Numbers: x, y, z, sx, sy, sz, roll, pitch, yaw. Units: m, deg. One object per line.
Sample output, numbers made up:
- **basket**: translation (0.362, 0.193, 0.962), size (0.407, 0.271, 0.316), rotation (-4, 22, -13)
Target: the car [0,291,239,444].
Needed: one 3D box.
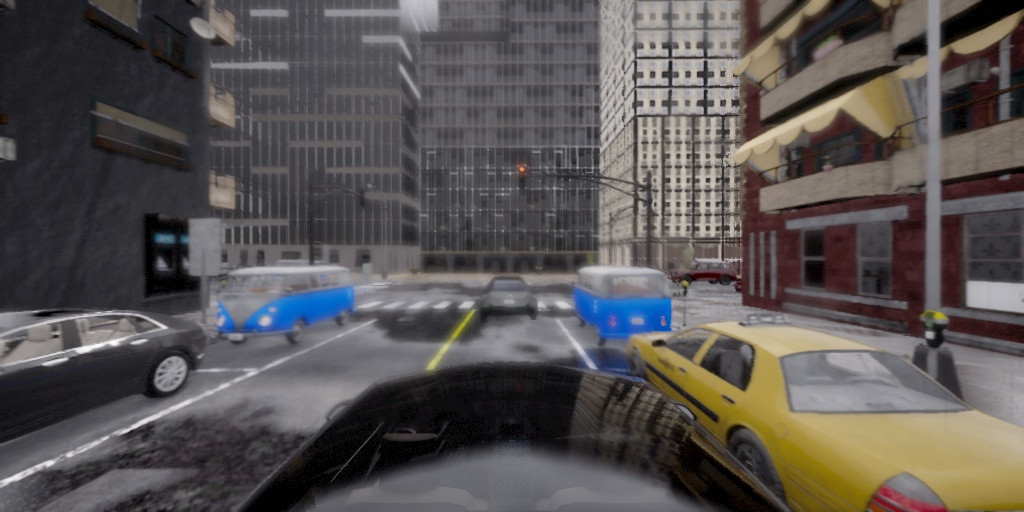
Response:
- **car**: translation (-5.691, 1.326, 3.900), size (2.007, 1.370, 4.403), rotation (0, 0, 0)

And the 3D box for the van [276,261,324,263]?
- **van**: translation (-17.151, 1.265, 29.007), size (3.998, 1.789, 1.690), rotation (0, 0, 0)

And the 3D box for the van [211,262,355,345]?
- **van**: translation (-5.690, 1.179, 9.501), size (1.690, 1.789, 3.998), rotation (0, 0, 0)

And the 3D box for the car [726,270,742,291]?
- **car**: translation (15.185, 1.650, 20.426), size (4.507, 1.381, 1.888), rotation (0, 0, 0)

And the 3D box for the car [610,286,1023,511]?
- **car**: translation (2.690, 1.300, 4.040), size (1.751, 1.417, 4.829), rotation (0, 0, 0)

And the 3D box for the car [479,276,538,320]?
- **car**: translation (-0.174, 1.447, 13.371), size (1.994, 1.385, 4.181), rotation (0, -1, -3)

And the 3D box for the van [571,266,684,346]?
- **van**: translation (2.691, 1.178, 9.471), size (1.690, 1.789, 3.998), rotation (0, 0, 0)

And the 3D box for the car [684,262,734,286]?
- **car**: translation (15.237, 1.399, 28.806), size (5.009, 1.841, 2.192), rotation (0, 0, 0)
